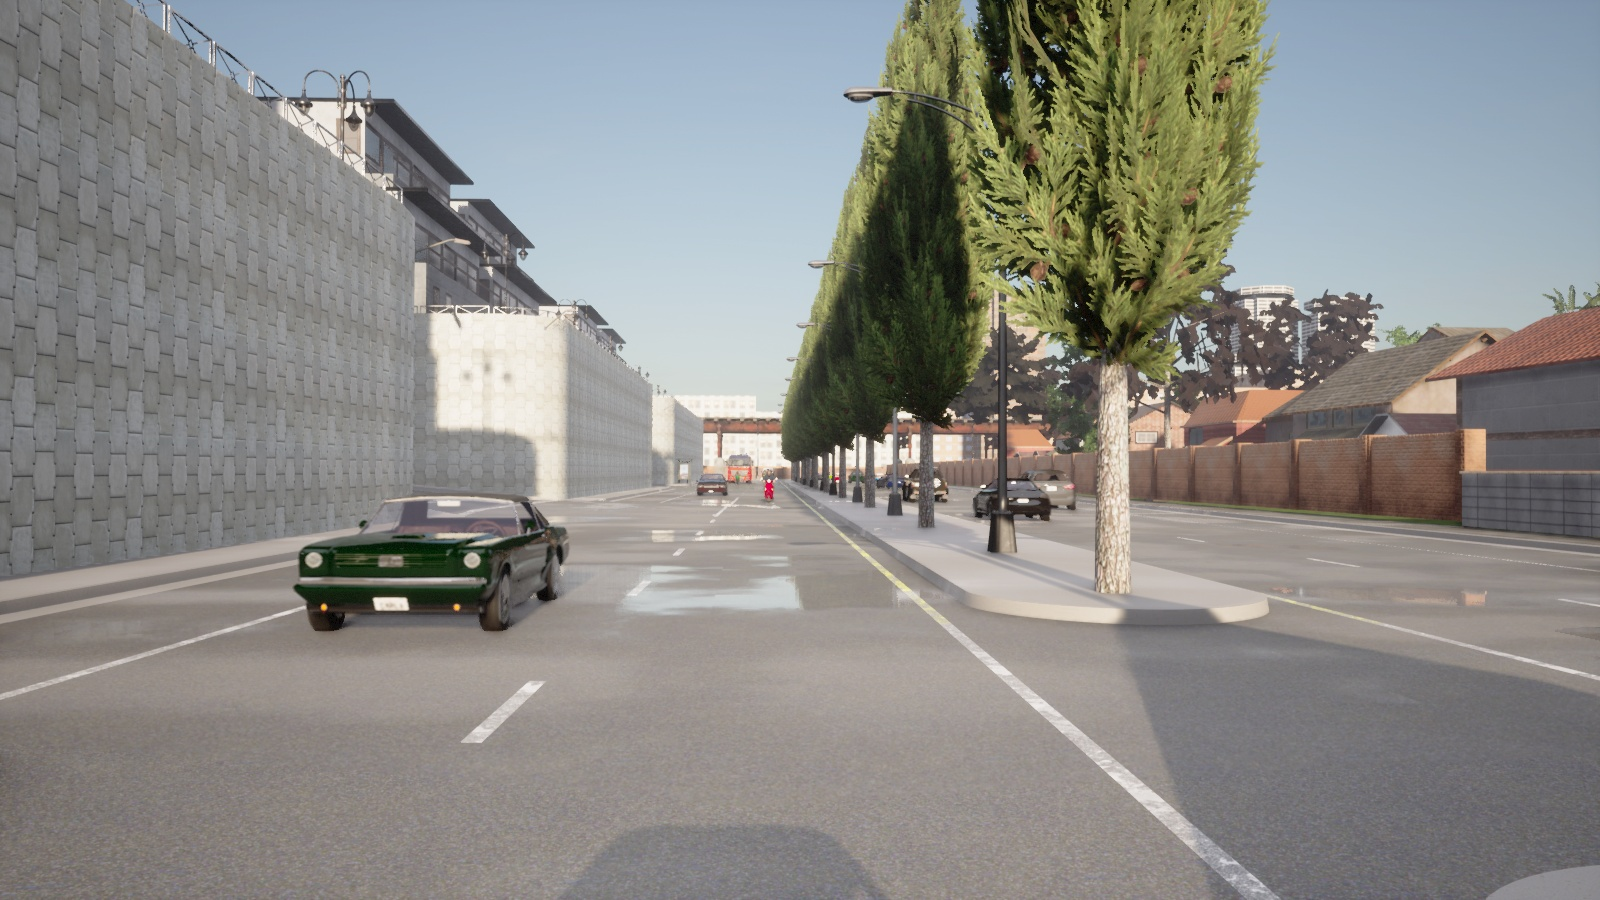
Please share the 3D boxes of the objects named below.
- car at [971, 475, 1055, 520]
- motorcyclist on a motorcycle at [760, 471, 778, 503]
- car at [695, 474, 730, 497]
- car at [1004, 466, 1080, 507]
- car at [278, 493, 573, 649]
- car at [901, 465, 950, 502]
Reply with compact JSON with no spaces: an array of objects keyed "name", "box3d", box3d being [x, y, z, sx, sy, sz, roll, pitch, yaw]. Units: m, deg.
[{"name":"car","box3d":[7.005,1.551,41.759,1.994,1.385,4.181,0,-1,-1]},{"name":"motorcyclist on a motorcycle","box3d":[-1.522,1.818,62.213,0.866,1.590,1.817,0,-1,-1]},{"name":"car","box3d":[-5.463,2.206,78.825,2.033,1.411,5.357,0,-1,-2]},{"name":"car","box3d":[10.208,1.513,53.336,2.242,1.667,4.611,0,-1,-1]},{"name":"car","box3d":[-3.777,1.158,13.603,1.895,1.301,4.718,0,-1,-1]},{"name":"car","box3d":[6.415,1.692,64.734,1.932,1.855,4.605,0,-1,-1]}]
